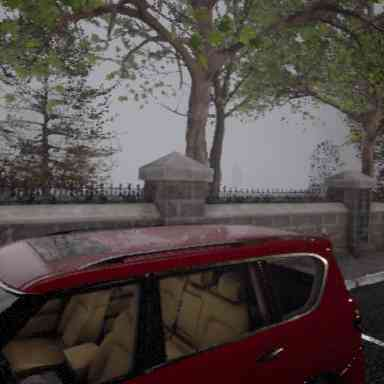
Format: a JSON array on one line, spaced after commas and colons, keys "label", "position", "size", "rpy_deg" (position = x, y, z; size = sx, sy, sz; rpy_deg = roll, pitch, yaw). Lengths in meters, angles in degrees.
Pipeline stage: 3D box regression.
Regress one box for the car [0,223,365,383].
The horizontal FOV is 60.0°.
[{"label": "car", "position": [-0.755, 1.245, 2.443], "size": [5.009, 1.841, 2.192], "rpy_deg": [1, 1, -34]}]
